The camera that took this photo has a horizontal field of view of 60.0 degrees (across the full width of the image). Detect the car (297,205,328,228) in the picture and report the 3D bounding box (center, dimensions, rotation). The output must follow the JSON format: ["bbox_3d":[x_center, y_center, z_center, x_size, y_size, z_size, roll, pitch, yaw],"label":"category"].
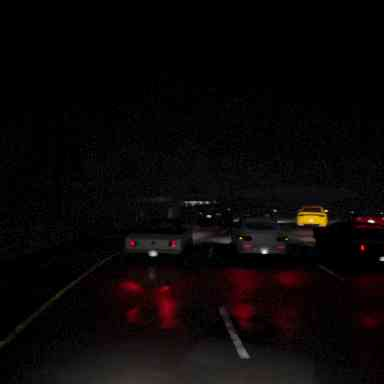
[{"bbox_3d":[8.603,1.699,23.800,1.882,1.535,5.008,0,0,21],"label":"car"}]

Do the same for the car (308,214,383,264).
[{"bbox_3d":[5.944,1.729,12.189,1.895,1.301,4.718,0,0,5],"label":"car"}]

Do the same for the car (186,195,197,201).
[{"bbox_3d":[0.179,1.349,75.851,1.812,1.442,4.674,0,1,23],"label":"car"}]

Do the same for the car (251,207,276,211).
[{"bbox_3d":[5.262,1.767,24.871,1.994,1.385,4.181,0,0,21],"label":"car"}]

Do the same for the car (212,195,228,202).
[{"bbox_3d":[6.625,1.333,73.122,1.882,1.535,5.008,0,1,23],"label":"car"}]

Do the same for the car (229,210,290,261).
[{"bbox_3d":[2.488,1.627,12.677,1.812,1.442,4.674,0,0,5],"label":"car"}]

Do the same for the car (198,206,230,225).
[{"bbox_3d":[1.955,1.751,26.037,1.994,1.385,4.181,0,0,21],"label":"car"}]

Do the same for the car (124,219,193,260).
[{"bbox_3d":[-1.036,1.673,12.720,1.895,1.301,4.718,0,0,5],"label":"car"}]

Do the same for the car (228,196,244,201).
[{"bbox_3d":[9.837,1.466,71.733,1.895,1.301,4.718,0,1,23],"label":"car"}]

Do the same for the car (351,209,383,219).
[{"bbox_3d":[11.839,1.801,22.469,1.994,1.385,4.181,0,0,21],"label":"car"}]

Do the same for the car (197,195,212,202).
[{"bbox_3d":[3.391,1.436,74.460,1.895,1.301,4.718,0,1,23],"label":"car"}]
